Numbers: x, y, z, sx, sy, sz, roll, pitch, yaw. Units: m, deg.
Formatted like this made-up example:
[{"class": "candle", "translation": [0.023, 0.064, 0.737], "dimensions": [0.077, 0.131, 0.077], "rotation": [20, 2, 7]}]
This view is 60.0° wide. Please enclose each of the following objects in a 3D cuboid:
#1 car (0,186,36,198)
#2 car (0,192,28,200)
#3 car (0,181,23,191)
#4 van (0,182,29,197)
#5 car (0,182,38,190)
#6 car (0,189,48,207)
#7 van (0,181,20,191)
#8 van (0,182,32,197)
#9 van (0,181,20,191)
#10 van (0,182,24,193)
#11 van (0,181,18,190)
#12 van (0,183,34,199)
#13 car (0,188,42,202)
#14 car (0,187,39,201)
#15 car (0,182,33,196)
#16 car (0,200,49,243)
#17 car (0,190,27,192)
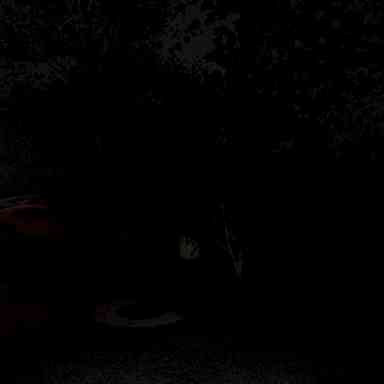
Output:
[{"class": "car", "translation": [-23.472, 0.014, 43.842], "dimensions": [5.008, 1.535, 2.097], "rotation": [1, 1, -30]}, {"class": "car", "translation": [-8.238, 1.077, 17.629], "dimensions": [4.553, 1.767, 2.185], "rotation": [1, 2, -30]}, {"class": "car", "translation": [-38.838, -1.229, 70.273], "dimensions": [5.566, 2.045, 2.435], "rotation": [1, 1, -30]}, {"class": "van", "translation": [-26.349, -0.393, 48.566], "dimensions": [4.442, 1.987, 1.878], "rotation": [1, 1, -30]}, {"class": "car", "translation": [-15.116, 0.387, 29.487], "dimensions": [5.566, 2.045, 2.435], "rotation": [1, 2, -30]}, {"class": "car", "translation": [-16.562, 0.553, 31.860], "dimensions": [4.792, 1.488, 2.163], "rotation": [1, 2, -30]}, {"class": "van", "translation": [-41.429, -1.377, 75.029], "dimensions": [4.442, 1.987, 1.878], "rotation": [1, 1, -30]}, {"class": "van", "translation": [-24.758, -0.300, 46.288], "dimensions": [4.442, 1.987, 1.878], "rotation": [1, 1, -30]}, {"class": "van", "translation": [-40.102, -1.292, 72.742], "dimensions": [4.442, 1.987, 1.878], "rotation": [1, 1, -30]}, {"class": "van", "translation": [-34.546, -0.932, 63.162], "dimensions": [4.442, 1.987, 1.878], "rotation": [1, 1, -30]}, {"class": "van", "translation": [-43.086, -1.475, 77.421], "dimensions": [4.442, 1.987, 1.878], "rotation": [1, 1, -30]}, {"class": "van", "translation": [-22.167, -0.120, 41.372], "dimensions": [4.442, 1.987, 1.878], "rotation": [1, 1, -30]}, {"class": "car", "translation": [-19.353, 0.330, 36.786], "dimensions": [4.792, 1.488, 2.163], "rotation": [1, 2, -30]}, {"class": "car", "translation": [-20.676, 0.232, 39.067], "dimensions": [4.792, 1.488, 2.163], "rotation": [1, 1, -30]}, {"class": "car", "translation": [-27.661, -0.507, 51.005], "dimensions": [5.566, 2.045, 2.435], "rotation": [1, 1, -30]}, {"class": "car", "translation": [-6.885, 1.316, 15.218], "dimensions": [5.008, 1.535, 2.097], "rotation": [1, 2, -30]}, {"class": "car", "translation": [-12.533, 0.860, 24.599], "dimensions": [5.366, 1.575, 1.946], "rotation": [1, 2, -30]}]
